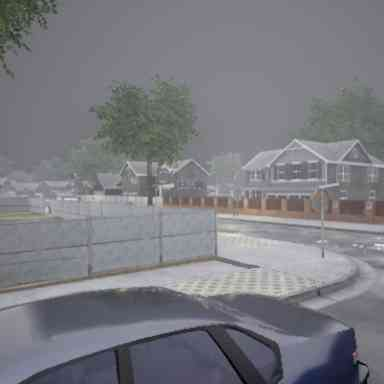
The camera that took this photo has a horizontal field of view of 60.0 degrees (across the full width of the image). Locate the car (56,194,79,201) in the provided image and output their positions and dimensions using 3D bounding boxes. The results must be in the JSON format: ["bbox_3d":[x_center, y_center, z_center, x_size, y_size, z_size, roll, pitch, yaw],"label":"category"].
[{"bbox_3d":[-17.801,1.306,47.473,2.150,2.045,5.566,0,0,-36],"label":"car"}]

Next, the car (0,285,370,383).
[{"bbox_3d":[-0.869,1.548,2.327,5.357,1.411,2.033,0,0,-36],"label":"car"}]
